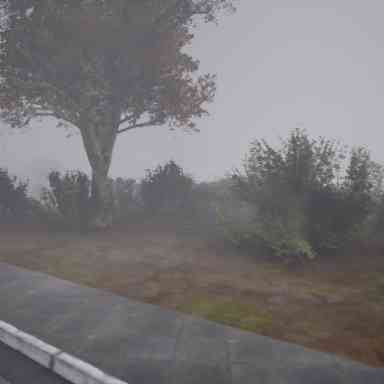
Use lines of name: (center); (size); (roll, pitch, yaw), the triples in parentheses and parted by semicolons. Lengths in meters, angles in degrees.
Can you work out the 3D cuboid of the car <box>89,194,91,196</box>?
car: (-18.056, 0.876, 63.768); (2.150, 2.045, 5.566); (1, 0, 35)
